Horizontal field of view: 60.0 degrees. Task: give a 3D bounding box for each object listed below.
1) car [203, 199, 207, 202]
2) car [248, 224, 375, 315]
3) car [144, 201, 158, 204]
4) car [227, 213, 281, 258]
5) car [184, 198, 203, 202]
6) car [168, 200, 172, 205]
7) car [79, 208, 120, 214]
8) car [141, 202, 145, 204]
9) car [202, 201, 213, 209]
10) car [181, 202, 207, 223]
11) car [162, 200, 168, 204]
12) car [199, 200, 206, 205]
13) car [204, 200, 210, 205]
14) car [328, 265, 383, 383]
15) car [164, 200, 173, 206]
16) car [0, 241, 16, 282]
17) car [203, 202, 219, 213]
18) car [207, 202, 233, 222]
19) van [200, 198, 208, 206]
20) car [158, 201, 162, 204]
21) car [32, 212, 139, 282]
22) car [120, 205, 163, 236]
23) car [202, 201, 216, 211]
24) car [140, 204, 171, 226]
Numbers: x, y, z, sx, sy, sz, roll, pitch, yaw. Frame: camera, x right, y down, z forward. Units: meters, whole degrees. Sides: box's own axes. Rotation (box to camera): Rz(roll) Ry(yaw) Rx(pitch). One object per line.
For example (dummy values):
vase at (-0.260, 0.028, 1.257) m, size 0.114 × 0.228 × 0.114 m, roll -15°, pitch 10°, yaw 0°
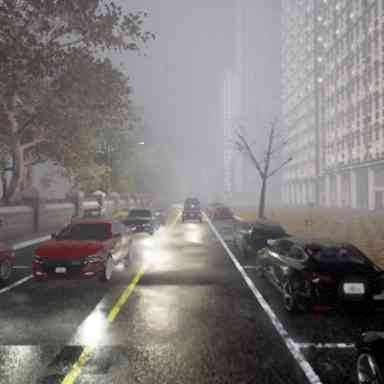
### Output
car at (2.690, 1.962, 41.397) m, size 1.967 × 1.590 × 4.097 m, roll 0°, pitch -1°, yaw 0°
car at (2.691, 1.660, 7.604) m, size 1.947 × 1.339 × 4.313 m, roll 0°, pitch -1°, yaw 0°
car at (-5.691, 1.962, 41.396) m, size 1.967 × 1.590 × 4.097 m, roll 0°, pitch -1°, yaw 0°
car at (2.690, 1.729, 13.236) m, size 1.947 × 1.339 × 4.313 m, roll 0°, pitch -1°, yaw 0°
car at (0.050, 1.785, 44.490) m, size 2.150 × 2.045 × 5.566 m, roll 0°, pitch -1°, yaw 1°
car at (-5.693, 2.440, 69.554) m, size 1.887 × 1.381 × 4.507 m, roll 0°, pitch -1°, yaw 0°
car at (-5.690, 1.674, 18.870) m, size 1.967 × 1.590 × 4.097 m, roll 0°, pitch -1°, yaw 0°
car at (-5.690, 1.900, 29.963) m, size 1.752 × 1.417 × 4.829 m, roll 0°, pitch -1°, yaw 0°
car at (2.688, 2.325, 58.291) m, size 1.802 × 1.307 × 4.206 m, roll 0°, pitch -1°, yaw 0°
car at (0.000, 1.911, 29.164) m, size 2.033 × 1.411 × 5.357 m, roll 0°, pitch -1°, yaw 0°
car at (-5.692, 2.288, 58.291) m, size 1.887 × 1.381 × 4.507 m, roll 0°, pitch -1°, yaw 0°
car at (2.686, 2.712, 86.449) m, size 1.802 × 1.307 × 4.206 m, roll 0°, pitch -1°, yaw 0°
car at (2.690, 1.889, 35.766) m, size 1.967 × 1.590 × 4.097 m, roll 0°, pitch -1°, yaw 0°
car at (2.691, 1.591, 1.972) m, size 1.947 × 1.339 × 4.313 m, roll 0°, pitch -1°, yaw 0°
car at (-5.694, 2.574, 80.648) m, size 1.752 × 1.417 × 4.829 m, roll 0°, pitch -1°, yaw 0°
car at (-5.690, 1.676, 7.603) m, size 1.802 × 1.307 × 4.206 m, roll 0°, pitch -1°, yaw 0°
car at (2.688, 2.146, 47.028) m, size 2.008 × 1.369 × 4.403 m, roll 0°, pitch -1°, yaw 0°
car at (2.690, 1.921, 30.133) m, size 1.887 × 1.381 × 4.507 m, roll 0°, pitch -1°, yaw 0°
van at (2.687, 2.313, 75.190) m, size 1.690 × 1.788 × 3.998 m, roll 0°, pitch -1°, yaw 0°
car at (-5.692, 2.140, 47.027) m, size 1.887 × 1.381 × 4.507 m, roll 0°, pitch -1°, yaw 0°
car at (-3.094, 1.606, 10.358) m, size 1.882 × 1.535 × 5.008 m, roll 0°, pitch -1°, yaw 0°
car at (-3.073, 1.757, 20.255) m, size 1.837 × 1.490 × 4.892 m, roll 0°, pitch -1°, yaw 0°
car at (2.688, 2.220, 52.659) m, size 2.008 × 1.369 × 4.403 m, roll 0°, pitch -1°, yaw 0°
car at (-3.002, 1.891, 26.053) m, size 1.994 × 1.385 × 4.181 m, roll 0°, pitch -1°, yaw 0°
